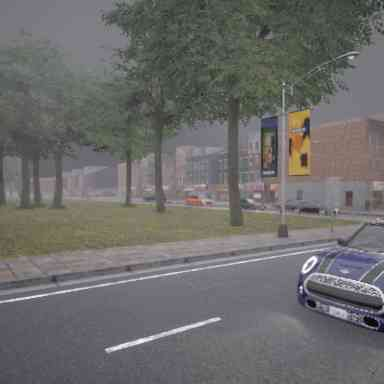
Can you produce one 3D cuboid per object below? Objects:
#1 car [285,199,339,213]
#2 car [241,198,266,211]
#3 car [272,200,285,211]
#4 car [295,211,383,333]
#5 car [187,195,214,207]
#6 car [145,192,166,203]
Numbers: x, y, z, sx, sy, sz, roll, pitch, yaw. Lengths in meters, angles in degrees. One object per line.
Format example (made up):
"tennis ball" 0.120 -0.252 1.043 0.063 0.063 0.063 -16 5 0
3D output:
"car" 12.213 1.568 33.265 2.128 1.511 4.902 1 0 -36
"car" 6.883 1.519 40.721 1.812 1.442 4.674 1 0 -36
"car" 11.553 1.575 39.169 1.812 1.442 4.674 1 0 -35
"car" 4.191 1.367 6.689 4.553 1.767 2.097 0 0 -36
"car" 1.161 1.273 48.743 2.097 1.767 4.553 1 0 -35
"car" -7.148 1.081 65.414 2.150 2.045 5.566 1 0 -36
